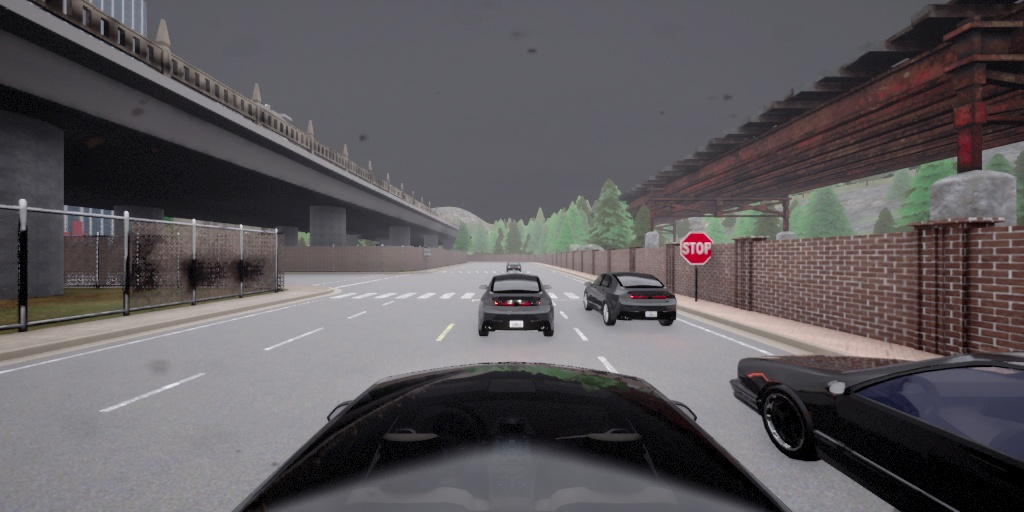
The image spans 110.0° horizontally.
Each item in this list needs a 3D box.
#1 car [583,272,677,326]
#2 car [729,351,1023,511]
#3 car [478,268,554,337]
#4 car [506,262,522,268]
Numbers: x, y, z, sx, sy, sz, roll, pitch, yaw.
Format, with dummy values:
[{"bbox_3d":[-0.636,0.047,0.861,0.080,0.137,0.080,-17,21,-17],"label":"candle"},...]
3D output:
[{"bbox_3d":[3.604,1.258,11.684,1.837,1.490,4.892,0,0,0],"label":"car"},{"bbox_3d":[3.600,1.298,1.938,2.033,1.411,5.357,0,0,0],"label":"car"},{"bbox_3d":[0.102,1.258,10.326,1.837,1.490,4.892,0,0,0],"label":"car"},{"bbox_3d":[0.214,1.365,45.471,1.895,1.301,4.718,0,0,-1],"label":"car"}]
